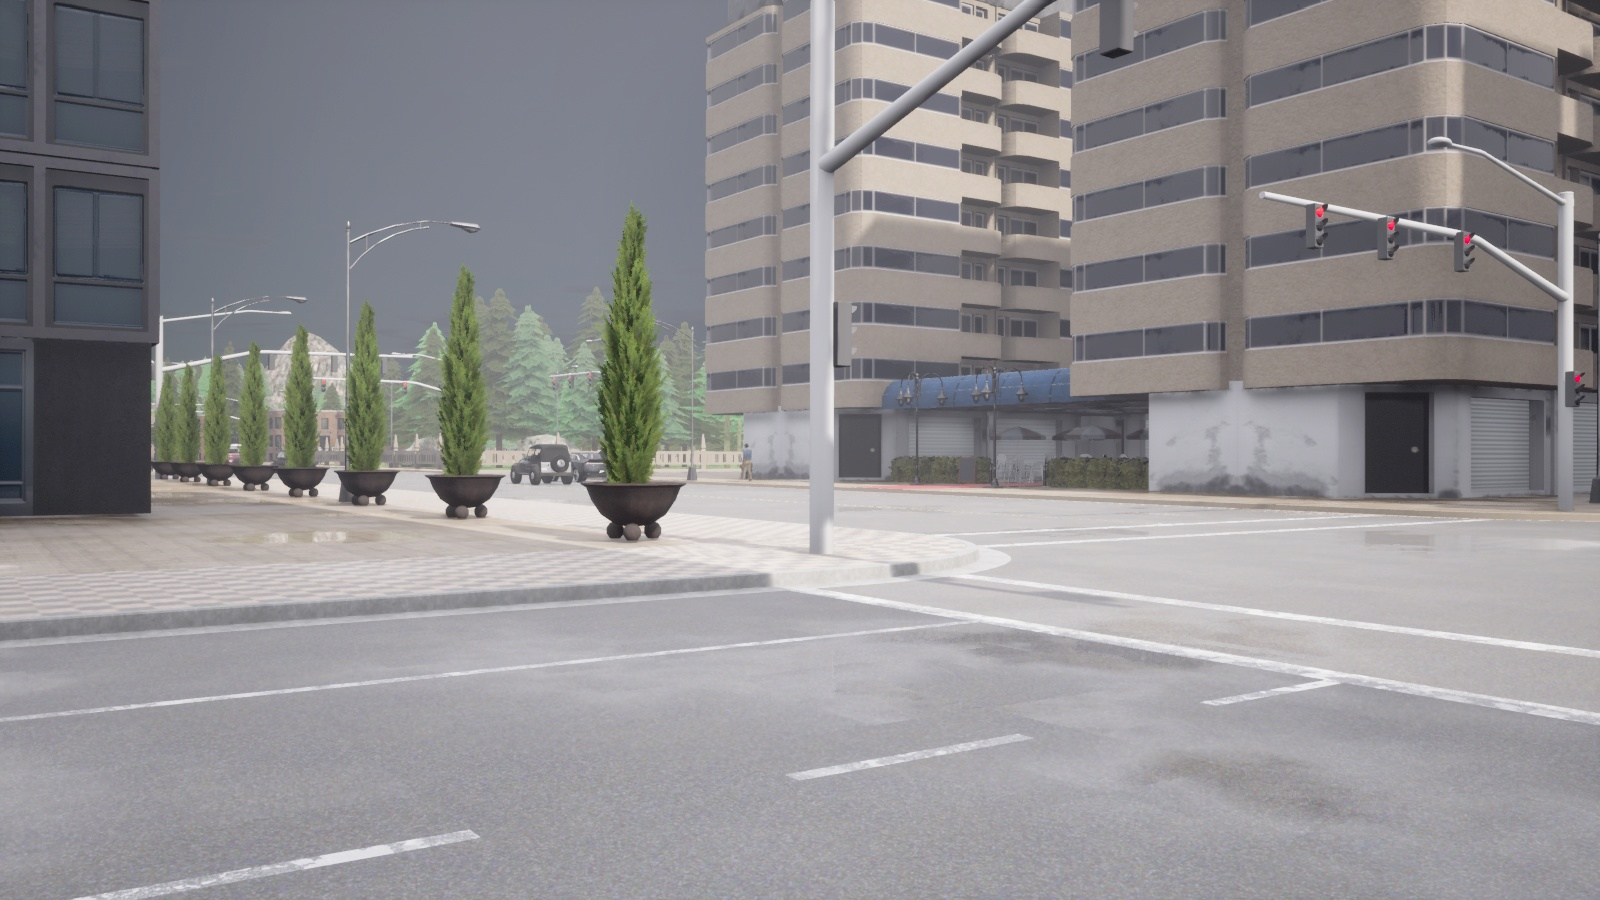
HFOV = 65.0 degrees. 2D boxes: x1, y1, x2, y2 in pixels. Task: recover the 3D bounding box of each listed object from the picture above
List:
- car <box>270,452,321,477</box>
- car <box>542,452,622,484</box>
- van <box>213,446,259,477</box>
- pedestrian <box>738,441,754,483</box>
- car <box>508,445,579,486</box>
[{"bbox_3d":[-34.437,0.954,85.603,2.033,1.649,4.856,0,0,-37],"label":"car"},{"bbox_3d":[-11.100,0.880,63.618,2.128,1.511,4.902,0,0,-34],"label":"car"},{"bbox_3d":[-37.952,0.758,84.381,2.069,2.038,4.480,0,-1,-34],"label":"van"},{"bbox_3d":[-2.508,0.550,58.181,0.423,1.949,0.788,0,0,-34],"label":"pedestrian"},{"bbox_3d":[-12.048,0.710,58.793,1.905,1.878,3.866,0,0,-34],"label":"car"}]
